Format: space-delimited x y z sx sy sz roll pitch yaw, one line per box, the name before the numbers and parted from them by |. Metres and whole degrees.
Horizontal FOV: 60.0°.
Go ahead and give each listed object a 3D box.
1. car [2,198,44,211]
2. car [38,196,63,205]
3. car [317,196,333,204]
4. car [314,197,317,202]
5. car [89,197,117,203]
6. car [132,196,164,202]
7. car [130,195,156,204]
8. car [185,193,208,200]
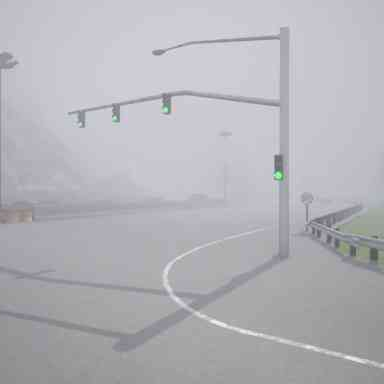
car | -16.218 1.501 30.288 1.994 1.385 4.181 0 0 33
car | -19.677 1.268 44.397 2.097 1.767 4.553 0 0 32
car | 25.604 1.549 63.310 1.994 1.385 4.181 0 0 16
car | 28.159 1.520 72.898 2.033 1.411 5.357 0 0 7
car | -10.791 1.540 38.800 1.895 1.301 4.718 0 0 33
car | -5.763 1.432 46.756 2.128 1.511 4.902 0 0 32
car | -9.048 1.410 61.632 2.128 1.511 4.902 0 0 28
car | 0.851 1.167 57.894 2.150 2.045 5.566 0 0 27
